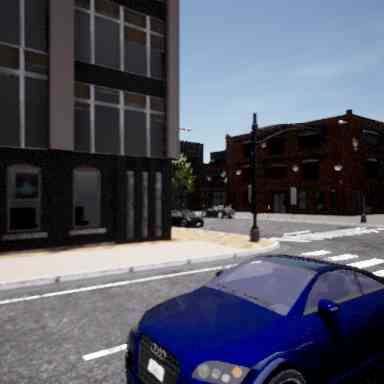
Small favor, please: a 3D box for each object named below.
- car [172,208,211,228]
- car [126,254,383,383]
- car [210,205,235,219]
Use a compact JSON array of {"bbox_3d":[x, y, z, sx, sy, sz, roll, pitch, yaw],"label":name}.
[{"bbox_3d":[-0.800,2.080,26.791,1.947,1.339,4.313,-1,0,-37],"label":"car"},{"bbox_3d":[1.267,1.603,4.466,4.181,1.385,1.994,1,0,-35],"label":"car"},{"bbox_3d":[2.824,2.150,36.385,2.008,1.369,4.403,-1,0,-37],"label":"car"}]
